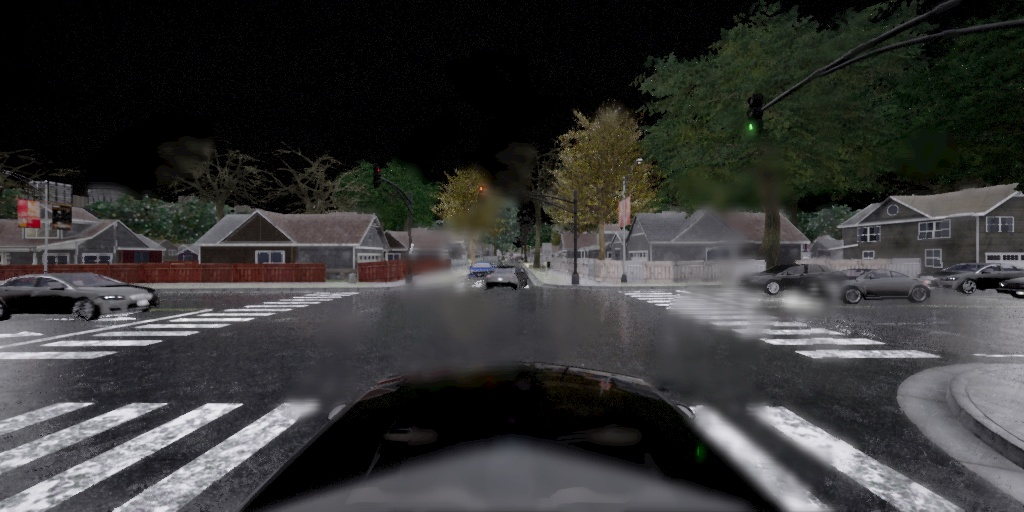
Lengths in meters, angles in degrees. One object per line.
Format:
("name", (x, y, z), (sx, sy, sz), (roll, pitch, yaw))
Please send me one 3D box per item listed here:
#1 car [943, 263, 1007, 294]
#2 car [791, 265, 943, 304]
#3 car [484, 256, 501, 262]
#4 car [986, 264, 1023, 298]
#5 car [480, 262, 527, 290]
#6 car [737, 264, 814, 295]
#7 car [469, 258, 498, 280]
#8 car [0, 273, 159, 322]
("car", (23.592, 1.092, 18.193), (4.902, 1.511, 2.128), (0, 0, 1))
("car", (14.716, 1.216, 15.082), (4.181, 1.385, 1.994), (0, 0, 1))
("car", (-2.401, 0.992, 41.658), (2.150, 2.045, 5.566), (0, 0, 1))
("car", (23.953, 1.148, 14.935), (5.357, 1.411, 2.033), (0, 0, 1))
("car", (-0.275, 1.317, 22.547), (1.994, 1.385, 4.181), (0, 0, 12))
("car", (14.262, 1.157, 18.330), (4.892, 1.490, 1.837), (0, 0, 2))
("car", (-2.595, 1.240, 31.422), (1.882, 1.535, 5.008), (0, 0, 1))
("car", (-14.831, 1.320, 12.101), (4.902, 1.511, 2.128), (0, 0, 1))
